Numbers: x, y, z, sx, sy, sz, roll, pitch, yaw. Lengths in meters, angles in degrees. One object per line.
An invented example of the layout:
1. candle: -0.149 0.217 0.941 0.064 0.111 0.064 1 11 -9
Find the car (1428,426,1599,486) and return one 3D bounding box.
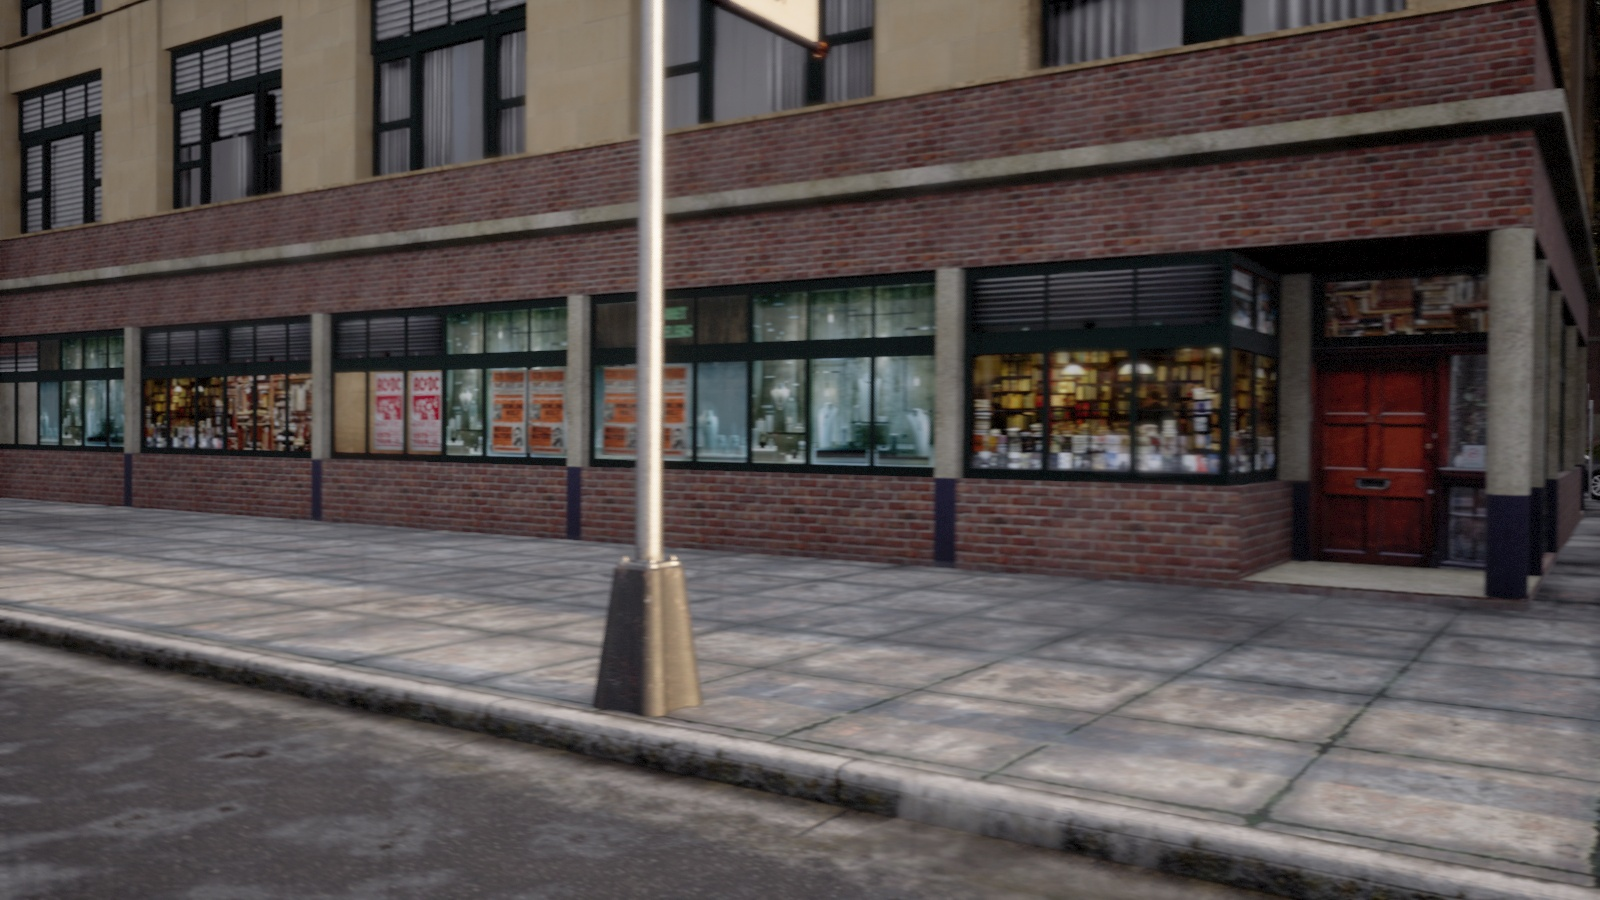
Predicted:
1. car: 19.035 0.122 32.362 4.892 1.490 1.837 1 1 34
